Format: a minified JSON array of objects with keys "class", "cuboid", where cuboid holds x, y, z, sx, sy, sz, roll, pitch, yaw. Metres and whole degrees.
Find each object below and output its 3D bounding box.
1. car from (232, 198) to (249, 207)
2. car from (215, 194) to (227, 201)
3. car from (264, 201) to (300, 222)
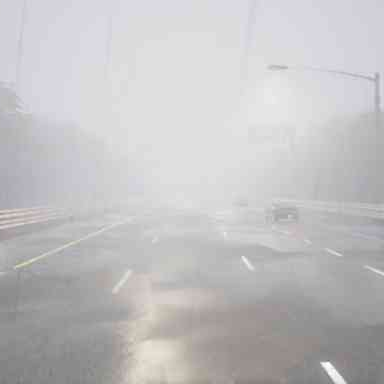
[{"class":"car","cuboid":[7.108,1.518,49.066,2.033,1.411,5.357,0,0,0]},{"class":"car","cuboid":[7.205,1.299,79.151,2.097,1.767,4.553,0,0,0]},{"class":"car","cuboid":[7.035,1.498,26.345,1.837,1.490,4.892,0,0,0]}]
